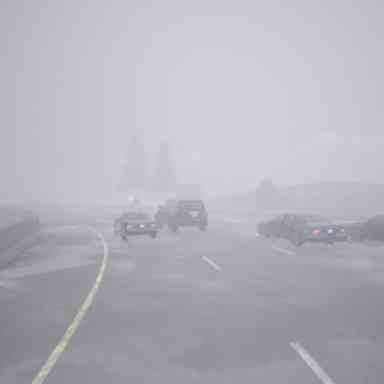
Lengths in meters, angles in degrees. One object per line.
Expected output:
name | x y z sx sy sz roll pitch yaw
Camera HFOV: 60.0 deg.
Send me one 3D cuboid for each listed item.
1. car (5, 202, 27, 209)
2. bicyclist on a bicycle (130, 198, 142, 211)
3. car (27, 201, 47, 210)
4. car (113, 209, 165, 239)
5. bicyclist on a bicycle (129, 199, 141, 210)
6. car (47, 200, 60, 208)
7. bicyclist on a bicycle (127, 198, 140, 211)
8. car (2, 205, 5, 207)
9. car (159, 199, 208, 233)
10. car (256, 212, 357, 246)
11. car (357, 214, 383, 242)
car | -31.843 2.551 58.804 5.357 1.411 2.033 -1 -1 41
bicyclist on a bicycle | -9.322 2.054 55.118 0.582 1.620 1.656 -2 -24 40
car | -29.530 2.461 61.431 5.357 1.411 2.033 -1 -1 41
car | -3.333 1.799 18.985 2.033 1.411 5.357 0 -1 -20
bicyclist on a bicycle | -8.904 2.048 54.725 0.582 1.620 1.656 0 -21 42
car | -27.217 2.311 64.058 4.892 1.490 1.837 -1 -1 41
bicyclist on a bicycle | -9.702 2.062 55.465 0.582 1.620 1.656 0 -24 42
car | -34.158 2.470 56.179 4.902 1.511 2.128 -1 -1 41
car | -0.809 1.485 22.073 2.150 2.045 5.566 0 -1 -21
car | 5.022 1.684 16.022 2.033 1.411 5.357 0 -1 -15
car | 9.003 1.628 14.411 2.033 1.411 5.357 0 -1 -12
